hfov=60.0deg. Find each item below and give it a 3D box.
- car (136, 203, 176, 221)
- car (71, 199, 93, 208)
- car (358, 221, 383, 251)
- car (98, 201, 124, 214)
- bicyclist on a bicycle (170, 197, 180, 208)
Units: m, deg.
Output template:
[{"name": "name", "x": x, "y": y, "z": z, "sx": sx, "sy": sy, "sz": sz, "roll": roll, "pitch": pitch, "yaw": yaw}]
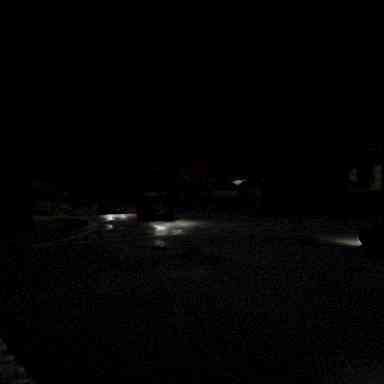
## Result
[{"name": "car", "x": -3.291, "y": 1.691, "z": 29.793, "sx": 1.882, "sy": 1.535, "sz": 5.008, "roll": 0, "pitch": 0, "yaw": -34}, {"name": "car", "x": -19.502, "y": 1.974, "z": 58.818, "sx": 4.674, "sy": 1.442, "sz": 1.812, "roll": -1, "pitch": 0, "yaw": 36}, {"name": "car", "x": 7.647, "y": 1.592, "z": 11.658, "sx": 2.033, "sy": 1.411, "sz": 5.357, "roll": 0, "pitch": 0, "yaw": 8}, {"name": "car", "x": -9.590, "y": 1.801, "z": 39.124, "sx": 1.837, "sy": 1.490, "sz": 4.892, "roll": 0, "pitch": 0, "yaw": -34}, {"name": "bicyclist on a bicycle", "x": -2.378, "y": 1.508, "z": 47.144, "sx": 1.656, "sy": 1.620, "sz": 0.582, "roll": 0, "pitch": 0, "yaw": -34}]
